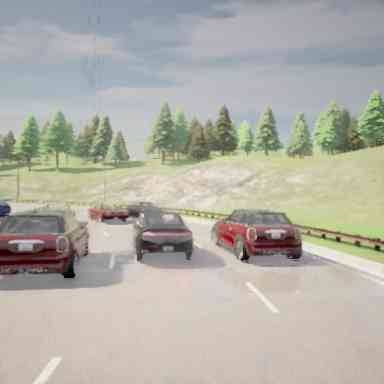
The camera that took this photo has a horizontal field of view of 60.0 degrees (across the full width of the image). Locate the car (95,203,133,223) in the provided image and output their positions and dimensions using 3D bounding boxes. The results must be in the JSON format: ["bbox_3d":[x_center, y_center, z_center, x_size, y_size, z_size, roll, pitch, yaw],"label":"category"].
[{"bbox_3d":[-6.302,1.493,24.678,1.895,1.301,4.718,1,0,-31],"label":"car"}]

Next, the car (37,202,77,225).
[{"bbox_3d":[-9.569,1.431,23.341,1.895,1.301,4.718,1,0,-31],"label":"car"}]

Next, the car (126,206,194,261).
[{"bbox_3d":[-1.210,1.472,12.242,2.128,1.511,4.902,1,0,-12],"label":"car"}]

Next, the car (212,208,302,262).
[{"bbox_3d":[2.246,1.398,12.657,2.097,1.767,4.553,1,0,-11],"label":"car"}]

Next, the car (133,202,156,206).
[{"bbox_3d":[-4.079,1.499,27.632,1.994,1.385,4.181,1,0,-33],"label":"car"}]

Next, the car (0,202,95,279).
[{"bbox_3d":[-4.251,1.277,9.757,2.097,1.767,4.553,1,0,-11],"label":"car"}]

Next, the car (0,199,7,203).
[{"bbox_3d":[-14.605,1.214,24.459,1.882,1.535,5.008,1,0,-37],"label":"car"}]
